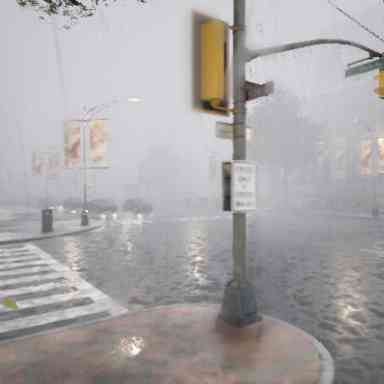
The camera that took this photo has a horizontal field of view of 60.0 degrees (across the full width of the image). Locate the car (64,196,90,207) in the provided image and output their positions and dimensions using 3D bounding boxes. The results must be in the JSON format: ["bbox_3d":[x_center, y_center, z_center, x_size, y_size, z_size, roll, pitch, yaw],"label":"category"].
[{"bbox_3d":[-18.282,1.449,52.808,1.882,1.535,5.008,0,0,-45],"label":"car"}]

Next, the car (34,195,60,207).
[{"bbox_3d":[-22.179,1.482,51.667,4.892,1.490,1.837,0,0,42],"label":"car"}]

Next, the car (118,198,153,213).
[{"bbox_3d":[-6.031,1.475,36.754,1.837,1.490,4.892,0,0,-36],"label":"car"}]

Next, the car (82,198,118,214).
[{"bbox_3d":[-9.875,1.524,36.151,2.033,1.411,5.357,0,0,-35],"label":"car"}]

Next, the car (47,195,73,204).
[{"bbox_3d":[-24.835,1.447,62.586,5.008,1.535,1.882,0,0,30],"label":"car"}]

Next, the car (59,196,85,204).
[{"bbox_3d":[-23.813,1.490,65.999,4.902,1.511,2.128,0,0,26],"label":"car"}]

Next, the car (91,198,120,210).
[{"bbox_3d":[-11.685,1.518,44.693,2.033,1.411,5.357,0,0,-36],"label":"car"}]

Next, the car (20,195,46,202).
[{"bbox_3d":[-33.410,1.414,69.806,4.892,1.490,1.837,0,0,12],"label":"car"}]

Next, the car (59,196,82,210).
[{"bbox_3d":[-15.482,1.454,43.907,1.882,1.535,5.008,0,0,-37],"label":"car"}]

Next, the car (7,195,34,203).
[{"bbox_3d":[-34.370,1.407,66.441,5.008,1.535,1.882,0,0,12],"label":"car"}]
